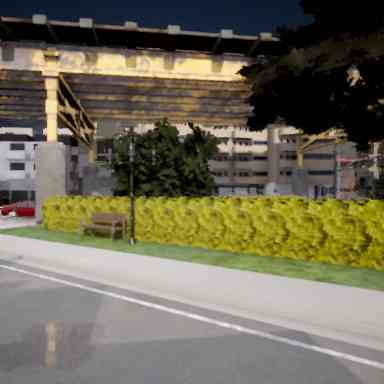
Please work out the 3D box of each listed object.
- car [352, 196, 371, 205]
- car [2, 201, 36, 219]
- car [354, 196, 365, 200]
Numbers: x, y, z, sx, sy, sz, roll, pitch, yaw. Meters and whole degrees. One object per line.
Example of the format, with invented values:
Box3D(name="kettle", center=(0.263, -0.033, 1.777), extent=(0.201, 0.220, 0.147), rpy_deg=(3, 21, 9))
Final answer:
Box3D(name="car", center=(26.866, 1.307, 52.911), extent=(1.853, 1.218, 4.536), rpy_deg=(0, 0, 16))
Box3D(name="car", center=(-13.777, 1.508, 29.095), extent=(5.008, 1.535, 1.882), rpy_deg=(0, 0, -8))
Box3D(name="car", center=(26.853, 1.464, 52.861), extent=(2.038, 1.542, 4.974), rpy_deg=(0, 0, 16))
